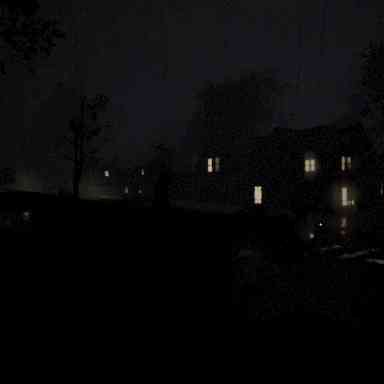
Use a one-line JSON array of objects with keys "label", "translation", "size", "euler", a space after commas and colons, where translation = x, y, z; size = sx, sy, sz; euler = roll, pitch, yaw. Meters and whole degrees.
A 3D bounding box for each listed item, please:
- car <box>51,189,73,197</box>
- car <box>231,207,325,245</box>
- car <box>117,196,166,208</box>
[{"label": "car", "translation": [-16.683, 0.359, 42.659], "size": [2.128, 1.511, 4.902], "euler": [-1, 2, -35]}, {"label": "car", "translation": [3.369, 1.364, 14.810], "size": [1.895, 1.301, 4.718], "euler": [-1, 2, -38]}, {"label": "car", "translation": [-3.919, 0.977, 24.818], "size": [2.033, 1.411, 5.357], "euler": [-1, 2, -36]}]
